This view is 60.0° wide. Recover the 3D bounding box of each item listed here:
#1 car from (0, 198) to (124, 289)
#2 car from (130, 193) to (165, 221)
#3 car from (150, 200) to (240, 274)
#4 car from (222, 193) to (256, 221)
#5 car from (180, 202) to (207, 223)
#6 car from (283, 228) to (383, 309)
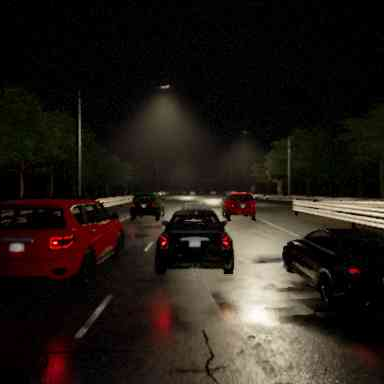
[{"bbox_3d":[-3.420,1.184,9.208,2.150,2.045,5.566,0,0,0],"label":"car"},{"bbox_3d":[-3.399,1.079,26.185,2.150,2.045,5.566,0,0,0],"label":"car"},{"bbox_3d":[0.084,1.312,10.524,2.097,1.767,4.553,0,0,0],"label":"car"},{"bbox_3d":[3.601,1.079,26.117,2.150,2.045,5.566,0,0,0],"label":"car"},{"bbox_3d":[0.098,1.466,25.387,1.895,1.301,4.718,0,0,0],"label":"car"},{"bbox_3d":[3.568,1.533,7.889,1.994,1.385,4.181,0,0,1],"label":"car"}]
